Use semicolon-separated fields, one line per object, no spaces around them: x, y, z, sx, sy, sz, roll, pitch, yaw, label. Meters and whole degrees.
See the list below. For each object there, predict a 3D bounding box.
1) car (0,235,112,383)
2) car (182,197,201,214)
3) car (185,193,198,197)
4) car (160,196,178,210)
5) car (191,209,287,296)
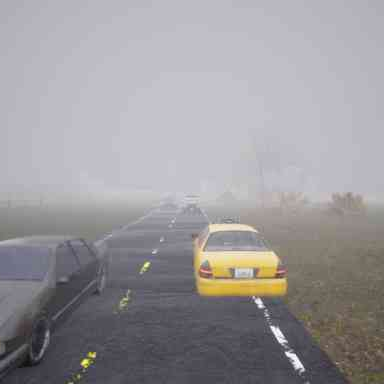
-2.864;1.546;5.978;2.033;1.411;5.357;0;0;0;car
-0.009;1.518;34.900;1.812;1.442;4.674;0;0;0;car
-0.086;1.212;45.226;2.150;2.045;5.566;0;0;0;car
-2.854;1.343;42.252;2.097;1.767;4.553;0;0;0;car
0.943;1.454;8.634;1.801;1.575;5.366;0;0;0;car
